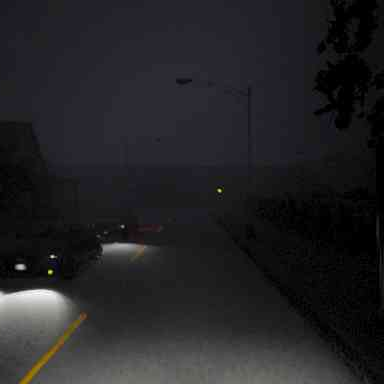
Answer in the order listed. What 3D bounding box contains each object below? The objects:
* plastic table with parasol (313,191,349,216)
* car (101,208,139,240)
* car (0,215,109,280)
[{"bbox_3d":[14.131,1.123,33.832,2.482,2.480,2.482,0,-1,-40],"label":"plastic table with parasol"},{"bbox_3d":[-4.016,1.624,17.806,1.812,1.442,4.674,0,0,0],"label":"car"},{"bbox_3d":[-4.105,1.617,9.942,1.994,1.385,4.181,0,0,0],"label":"car"}]
